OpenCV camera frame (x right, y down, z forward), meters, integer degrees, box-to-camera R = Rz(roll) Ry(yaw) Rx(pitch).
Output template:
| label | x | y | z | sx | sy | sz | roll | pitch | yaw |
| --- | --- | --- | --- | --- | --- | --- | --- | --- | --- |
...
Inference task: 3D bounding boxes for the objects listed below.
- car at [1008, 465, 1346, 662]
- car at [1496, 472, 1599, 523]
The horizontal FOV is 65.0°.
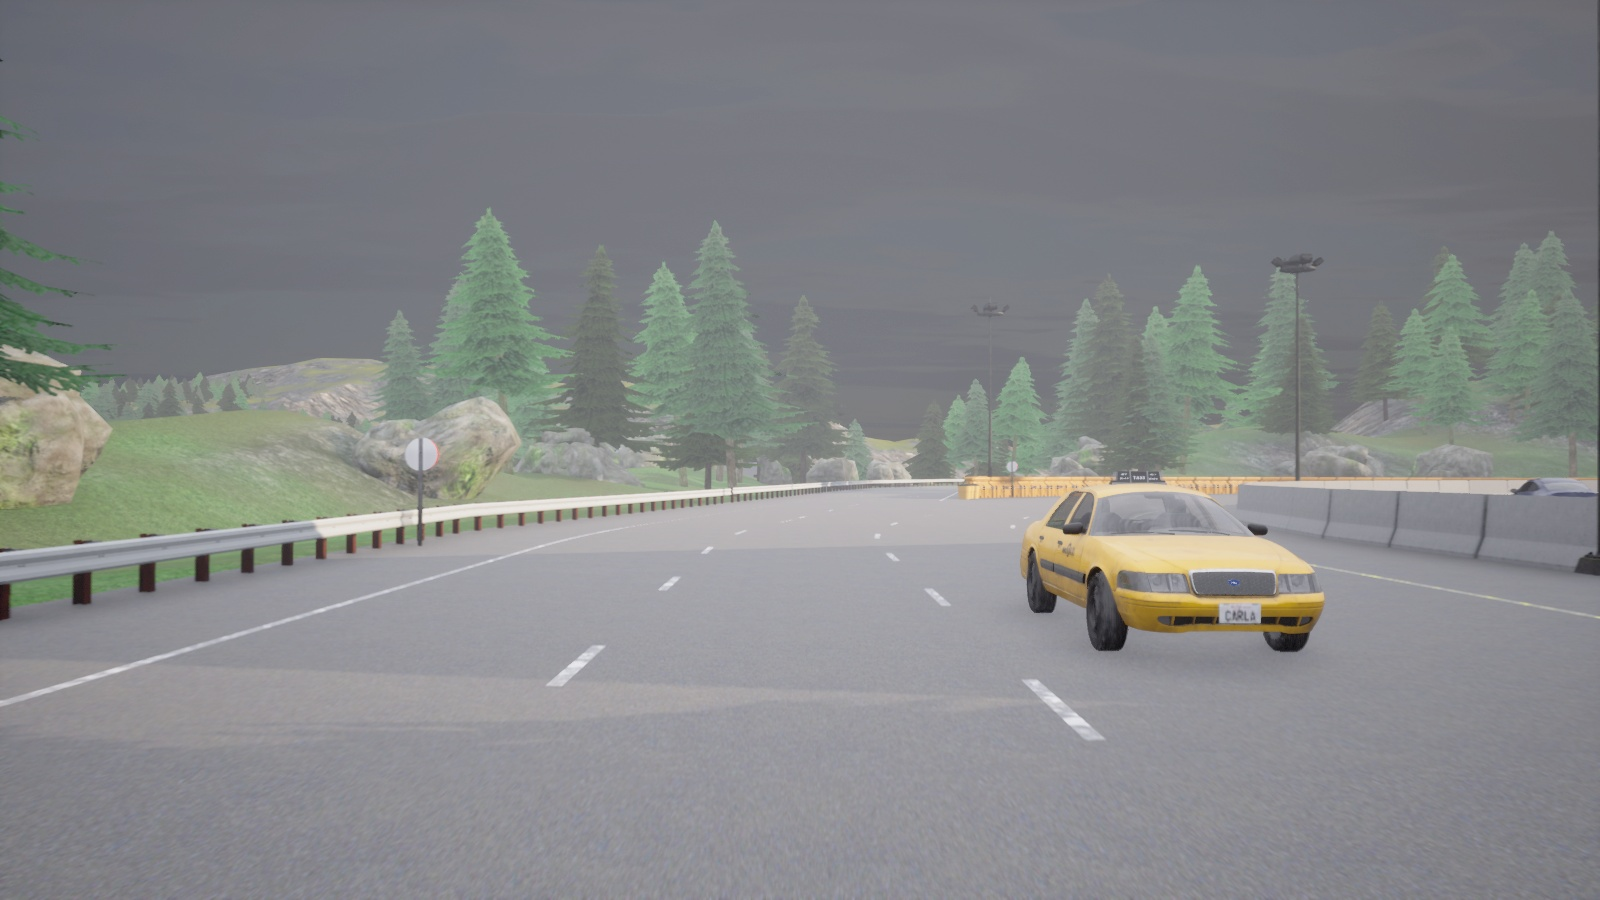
| label | x | y | z | sx | sy | sz | roll | pitch | yaw |
| --- | --- | --- | --- | --- | --- | --- | --- | --- | --- |
| car | 3.472 | 0.953 | 12.778 | 1.801 | 1.575 | 5.366 | 0 | -1 | 0 |
| car | 22.699 | 1.384 | 37.984 | 1.812 | 1.442 | 4.674 | -1 | -1 | 15 |
